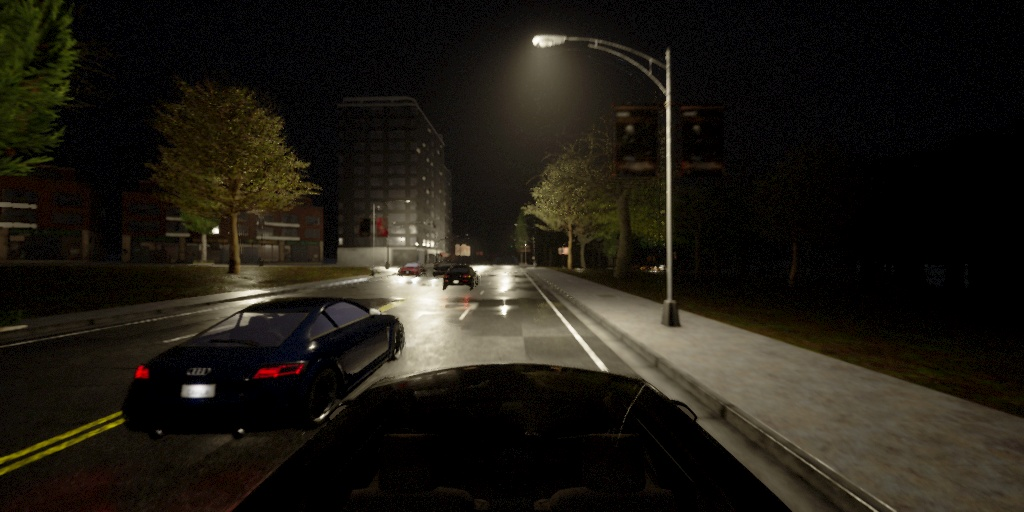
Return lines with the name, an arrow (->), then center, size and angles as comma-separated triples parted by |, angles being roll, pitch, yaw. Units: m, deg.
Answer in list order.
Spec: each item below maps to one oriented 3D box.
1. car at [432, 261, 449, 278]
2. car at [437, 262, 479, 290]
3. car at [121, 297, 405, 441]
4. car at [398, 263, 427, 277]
car -> -6.586, 1.287, 35.774 | 1.882, 1.535, 5.008 | 0, 0, 0
car -> -3.172, 1.296, 22.574 | 1.812, 1.442, 4.674 | 0, 0, 0
car -> -3.151, 1.321, 5.604 | 1.994, 1.385, 4.181 | 0, 0, 0
car -> -9.837, 1.381, 35.712 | 1.994, 1.385, 4.181 | 0, 0, 0
